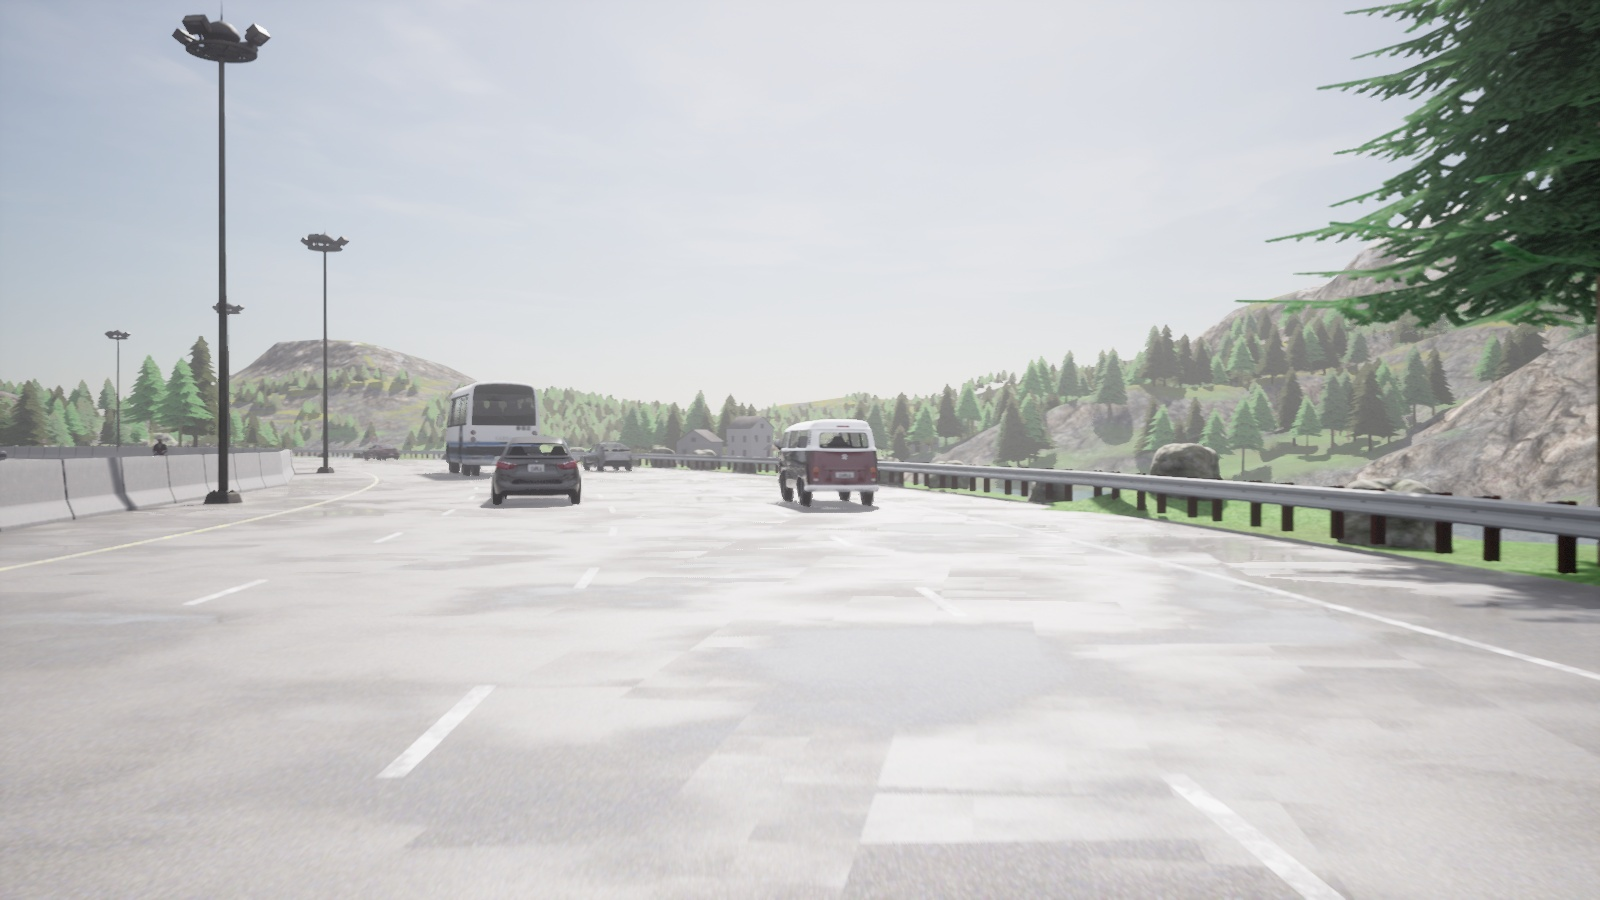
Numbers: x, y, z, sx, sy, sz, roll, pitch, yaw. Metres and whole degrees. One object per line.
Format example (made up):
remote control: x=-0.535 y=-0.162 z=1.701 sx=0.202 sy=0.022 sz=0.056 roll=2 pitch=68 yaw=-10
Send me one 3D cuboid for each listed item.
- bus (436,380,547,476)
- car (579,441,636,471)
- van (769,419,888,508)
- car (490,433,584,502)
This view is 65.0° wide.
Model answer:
bus: x=-15.088 y=-0.979 z=60.707 sx=3.944 sy=4.253 sz=10.273 roll=0 pitch=0 yaw=-21
car: x=-10.400 y=0.307 z=67.667 sx=2.007 sy=1.525 sz=4.514 roll=0 pitch=0 yaw=-23
van: x=0.606 y=0.295 z=31.027 sx=2.069 sy=2.038 sz=4.480 roll=0 pitch=0 yaw=-11
car: x=-6.862 y=0.403 z=32.829 sx=2.242 sy=1.667 sz=4.611 roll=0 pitch=0 yaw=-12
